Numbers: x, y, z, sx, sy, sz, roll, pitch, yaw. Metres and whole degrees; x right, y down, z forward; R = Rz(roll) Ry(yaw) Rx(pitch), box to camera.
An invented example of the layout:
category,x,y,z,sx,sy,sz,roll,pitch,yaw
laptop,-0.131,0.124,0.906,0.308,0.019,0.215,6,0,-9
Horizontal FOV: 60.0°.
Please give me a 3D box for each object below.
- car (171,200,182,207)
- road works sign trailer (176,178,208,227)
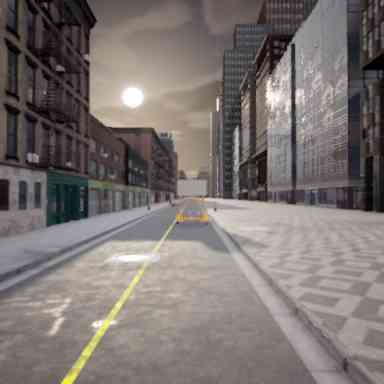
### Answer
category,x,y,z,sx,sy,sz,roll,pitch,yaw
car,-2.993,2.278,65.703,1.812,1.442,4.674,0,-1,0
road works sign trailer,0.006,0.734,25.390,2.380,3.560,2.880,0,-1,0
